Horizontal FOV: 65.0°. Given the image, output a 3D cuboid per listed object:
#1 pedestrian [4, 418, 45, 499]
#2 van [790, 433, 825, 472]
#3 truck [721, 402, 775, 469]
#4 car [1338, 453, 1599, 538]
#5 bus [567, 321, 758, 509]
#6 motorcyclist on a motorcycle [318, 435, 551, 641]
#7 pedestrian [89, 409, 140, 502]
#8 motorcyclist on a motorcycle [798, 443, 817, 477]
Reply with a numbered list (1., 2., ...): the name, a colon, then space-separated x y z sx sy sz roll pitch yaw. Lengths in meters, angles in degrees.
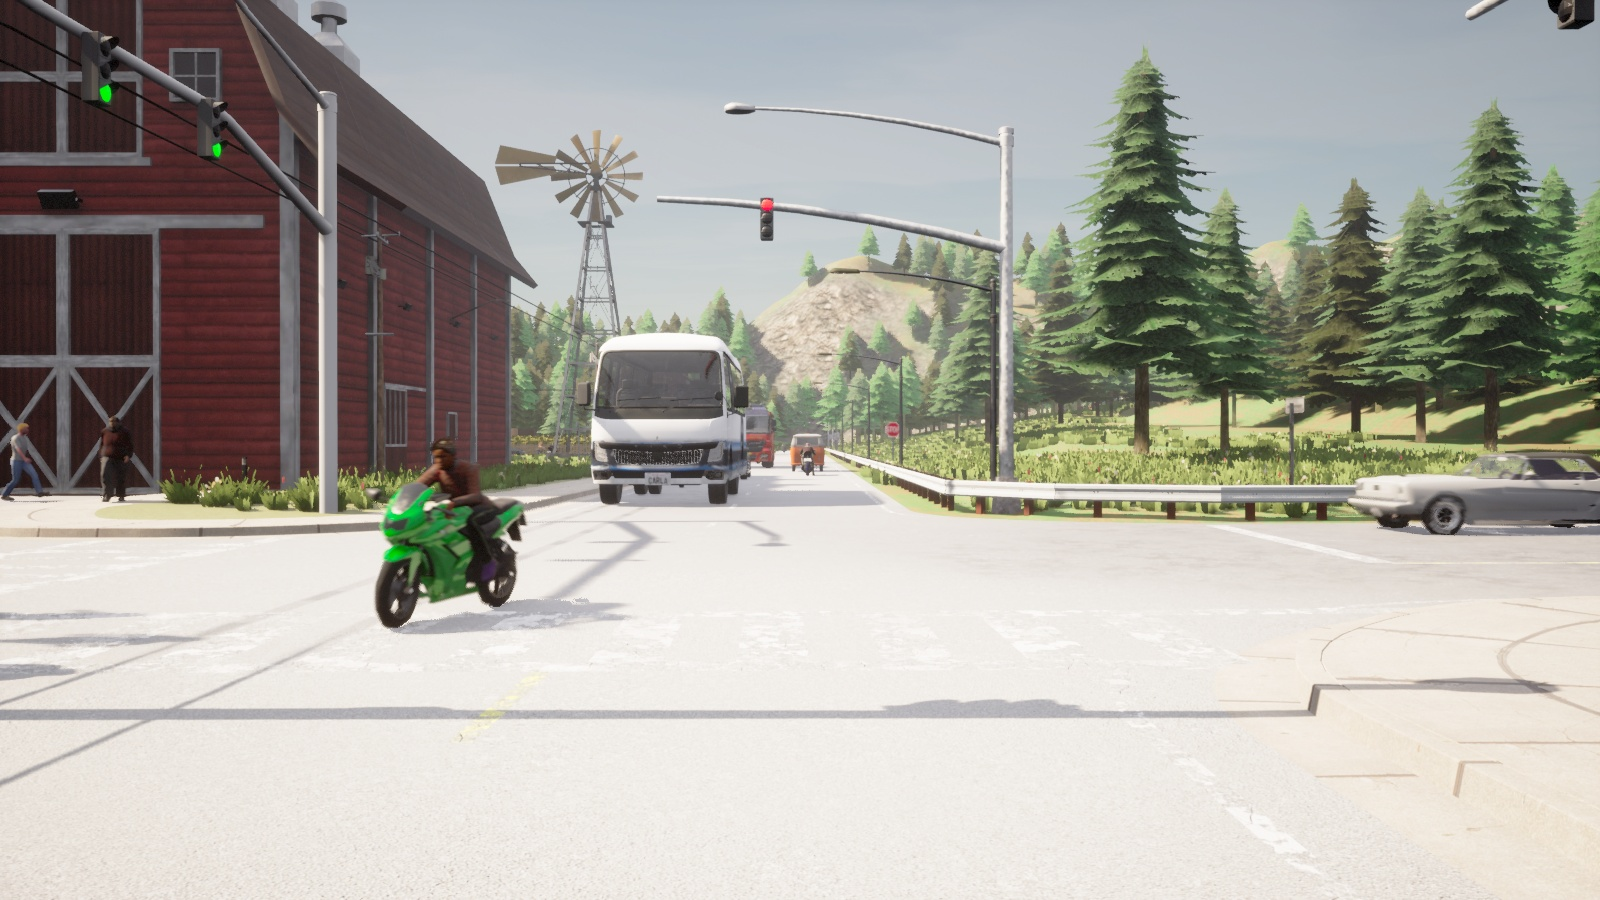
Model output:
1. pedestrian: -17.729 0.187 28.714 0.706 1.836 0.354 0 0 -6
2. van: 0.398 0.125 66.402 1.775 1.987 4.442 0 0 0
3. truck: -3.048 -0.848 75.723 2.891 3.827 8.468 0 0 0
4. car: 11.568 0.713 20.547 4.718 1.301 1.895 0 0 -1
5. bus: -3.290 -0.823 33.683 3.944 4.253 10.273 0 0 0
6. motorcyclist on a motorcycle: -2.987 0.653 10.524 0.797 1.523 2.044 2 1 19
7. pedestrian: -13.788 0.107 25.277 0.634 1.844 0.899 0 0 -9
8. motorcyclist on a motorcycle: 0.346 0.457 57.476 0.866 1.530 2.191 0 0 0
